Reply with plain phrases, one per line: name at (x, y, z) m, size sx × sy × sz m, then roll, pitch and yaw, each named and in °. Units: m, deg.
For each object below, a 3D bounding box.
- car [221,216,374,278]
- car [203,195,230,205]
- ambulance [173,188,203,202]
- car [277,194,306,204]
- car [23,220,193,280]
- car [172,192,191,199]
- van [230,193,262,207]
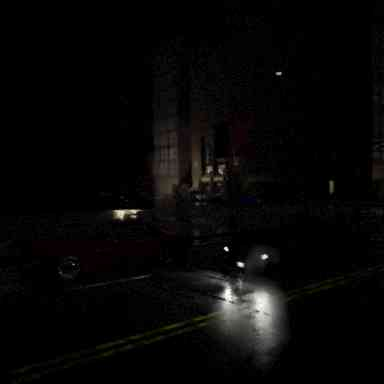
car at (3.417, 1.454, 10.109) m, size 5.357 × 1.411 × 2.033 m, roll -1°, pitch 0°, yaw -35°
car at (3.883, 1.162, 46.813) m, size 1.802 × 1.307 × 4.206 m, roll -1°, pitch 1°, yaw -35°
ambulance at (-0.291, 0.478, 57.562) m, size 2.351 × 2.431 × 6.366 m, roll -2°, pitch 1°, yaw -35°
car at (14.102, 0.975, 47.158) m, size 1.947 × 1.339 × 4.313 m, roll -1°, pitch 1°, yaw -35°
car at (-2.385, 1.560, 9.967) m, size 4.718 × 1.301 × 1.895 m, roll -1°, pitch 0°, yaw -35°
car at (-2.291, 0.791, 70.160) m, size 1.887 × 1.381 × 4.507 m, roll -1°, pitch 1°, yaw -35°
van at (7.158, 0.951, 42.209) m, size 1.690 × 1.788 × 3.998 m, roll -1°, pitch 1°, yaw -35°
